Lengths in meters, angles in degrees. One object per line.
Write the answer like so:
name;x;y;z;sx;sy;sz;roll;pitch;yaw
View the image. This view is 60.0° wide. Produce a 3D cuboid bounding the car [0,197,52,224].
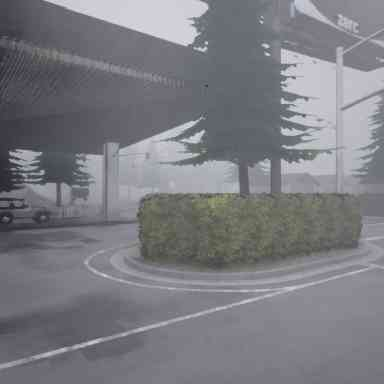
car;-12.063;1.313;23.421;3.866;1.878;1.905;0;0;-36
